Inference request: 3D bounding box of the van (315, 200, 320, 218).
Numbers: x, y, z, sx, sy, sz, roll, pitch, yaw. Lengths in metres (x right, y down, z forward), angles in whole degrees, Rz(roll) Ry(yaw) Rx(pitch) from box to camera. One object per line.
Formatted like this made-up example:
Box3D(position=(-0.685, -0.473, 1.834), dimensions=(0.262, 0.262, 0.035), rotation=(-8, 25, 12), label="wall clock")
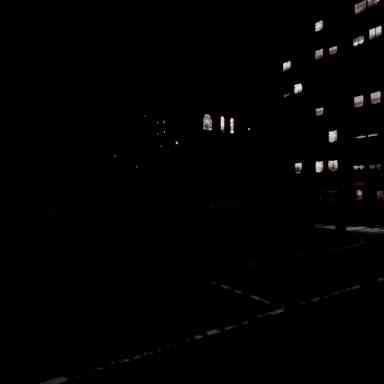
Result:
Box3D(position=(10.486, 1.646, 32.536), dimensions=(1.690, 1.788, 3.998), rotation=(-1, 0, -36), label="van")
